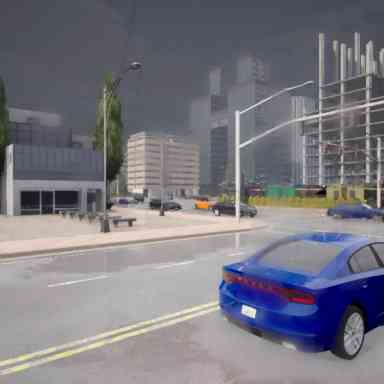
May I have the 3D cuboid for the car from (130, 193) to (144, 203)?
[{"bbox_3d":[-12.114,1.225,70.328,2.150,2.045,5.566,0,0,-36],"label":"car"}]

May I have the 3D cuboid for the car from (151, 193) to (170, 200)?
[{"bbox_3d":[-8.433,1.153,89.468,4.605,1.855,1.932,0,0,-38],"label":"car"}]

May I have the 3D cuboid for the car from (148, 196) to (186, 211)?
[{"bbox_3d":[-3.340,1.548,40.295,2.033,1.411,5.357,0,0,-36],"label":"car"}]

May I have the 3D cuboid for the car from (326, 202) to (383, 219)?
[{"bbox_3d":[12.901,1.525,25.867,4.674,1.442,1.812,0,0,38],"label":"car"}]

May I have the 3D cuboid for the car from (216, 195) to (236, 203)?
[{"bbox_3d":[7.044,1.395,69.312,3.806,1.475,1.970,0,0,-38],"label":"car"}]

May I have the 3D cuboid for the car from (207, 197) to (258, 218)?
[{"bbox_3d":[3.860,1.505,30.423,1.837,1.490,4.892,0,0,-36],"label":"car"}]

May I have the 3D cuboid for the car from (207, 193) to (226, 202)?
[{"bbox_3d":[5.287,1.156,71.613,3.866,1.878,1.905,0,0,-38],"label":"car"}]

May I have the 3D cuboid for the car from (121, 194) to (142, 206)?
[{"bbox_3d":[-10.915,1.525,56.685,1.812,1.442,4.674,0,0,-36],"label":"car"}]

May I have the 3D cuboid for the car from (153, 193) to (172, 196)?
[{"bbox_3d":[-6.246,1.352,62.435,2.097,1.767,4.553,0,0,-36],"label":"car"}]

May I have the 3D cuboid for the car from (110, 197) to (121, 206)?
[{"bbox_3d":[-14.011,1.507,54.996,1.837,1.490,4.892,0,-1,-36],"label":"car"}]

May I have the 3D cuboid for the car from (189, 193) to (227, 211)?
[{"bbox_3d":[2.159,1.351,38.696,2.097,1.767,4.553,0,0,-36],"label":"car"}]

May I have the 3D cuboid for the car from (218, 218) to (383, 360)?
[{"bbox_3d":[2.715,1.478,6.075,5.008,1.535,1.882,0,0,-38],"label":"car"}]
